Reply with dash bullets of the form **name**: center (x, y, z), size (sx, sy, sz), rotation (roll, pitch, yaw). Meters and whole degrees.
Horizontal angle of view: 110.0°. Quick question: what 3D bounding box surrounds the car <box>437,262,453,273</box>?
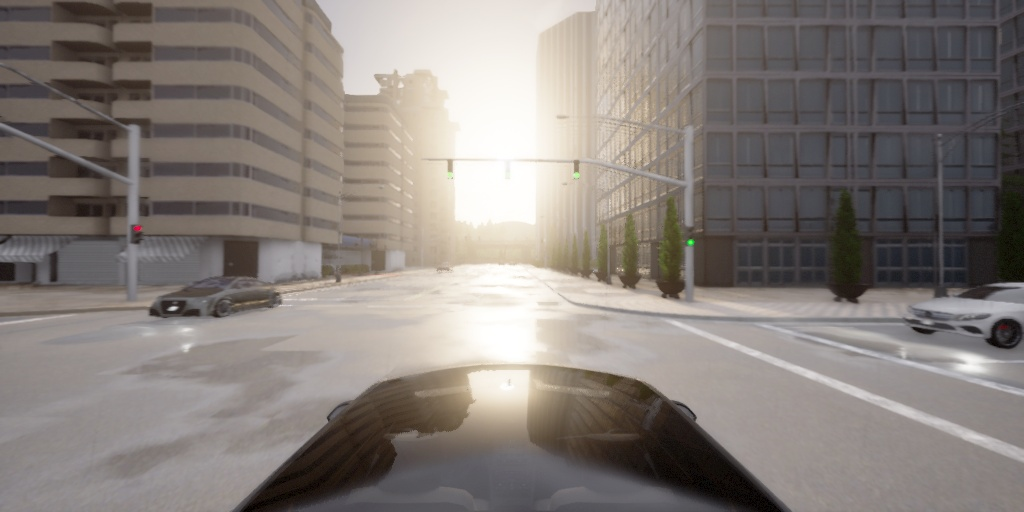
- **car**: center (-10.521, 1.726, 56.327), size (1.882, 1.535, 5.008), rotation (0, -1, 0)

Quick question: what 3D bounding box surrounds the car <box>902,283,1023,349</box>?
- **car**: center (12.713, 1.389, 8.901), size (4.674, 1.442, 1.812), rotation (0, -1, 2)

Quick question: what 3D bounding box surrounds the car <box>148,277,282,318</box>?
- **car**: center (-10.502, 1.470, 13.115), size (1.994, 1.385, 4.181), rotation (0, -1, 0)
